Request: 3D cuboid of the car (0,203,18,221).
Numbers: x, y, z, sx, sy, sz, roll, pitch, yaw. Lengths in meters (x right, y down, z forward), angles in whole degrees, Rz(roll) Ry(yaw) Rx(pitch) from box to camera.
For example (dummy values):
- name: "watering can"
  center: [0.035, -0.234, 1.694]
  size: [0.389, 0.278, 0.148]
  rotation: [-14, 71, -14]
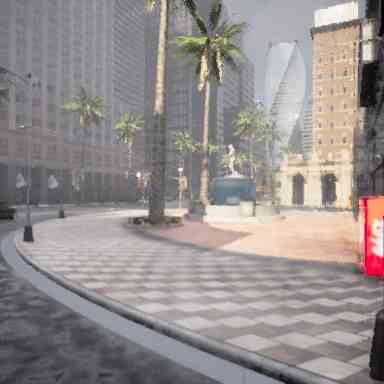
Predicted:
- name: "car"
  center: [-15.268, 1.560, 25.653]
  size: [1.882, 1.535, 5.008]
  rotation: [0, 0, -6]
